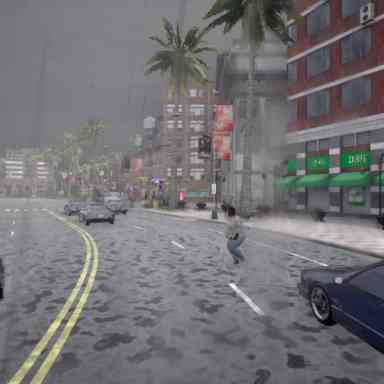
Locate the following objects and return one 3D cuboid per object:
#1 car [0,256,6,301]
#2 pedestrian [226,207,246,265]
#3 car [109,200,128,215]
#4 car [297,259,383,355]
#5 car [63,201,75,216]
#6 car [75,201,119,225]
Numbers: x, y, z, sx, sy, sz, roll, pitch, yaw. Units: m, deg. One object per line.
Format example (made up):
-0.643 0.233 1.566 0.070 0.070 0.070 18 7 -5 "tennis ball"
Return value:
-4.039 1.491 4.051 2.128 1.511 4.902 0 0 -8 "car"
1.318 1.294 10.088 0.375 1.860 0.375 0 0 -13 "pedestrian"
-7.921 1.547 33.598 2.033 1.411 5.357 0 0 -24 "car"
3.289 1.547 4.174 2.033 1.411 5.357 0 0 -8 "car"
-11.501 1.547 32.934 2.033 1.411 5.357 0 0 -27 "car"
-6.960 1.564 24.015 1.994 1.385 4.181 0 0 -26 "car"
